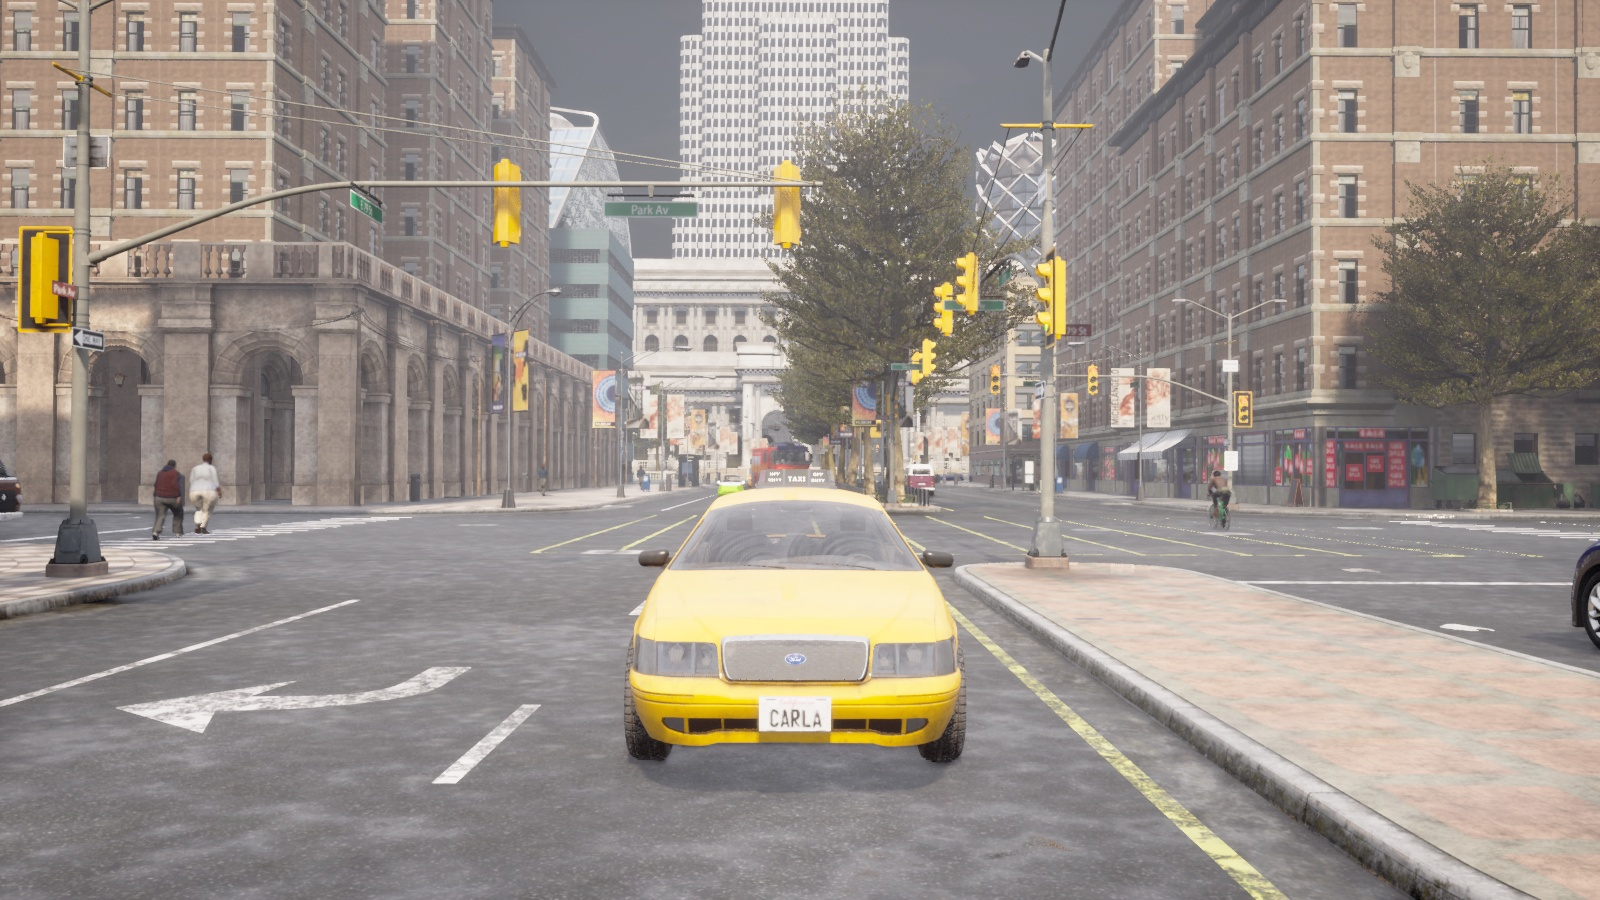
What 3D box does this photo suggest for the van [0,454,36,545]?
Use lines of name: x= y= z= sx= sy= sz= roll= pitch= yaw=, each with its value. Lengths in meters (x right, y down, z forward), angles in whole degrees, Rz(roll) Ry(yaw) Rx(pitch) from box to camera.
van: x=-20.162 y=1.087 z=28.398 sx=4.480 sy=2.038 sz=2.069 roll=1 pitch=-1 yaw=0

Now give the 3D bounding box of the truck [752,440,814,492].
truck: x=-1.422 y=1.275 z=96.673 sx=2.891 sy=3.827 sz=8.468 roll=0 pitch=-1 yaw=-14

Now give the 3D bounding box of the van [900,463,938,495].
van: x=7.811 y=1.895 z=82.872 sx=2.069 sy=2.038 sz=4.480 roll=0 pitch=-1 yaw=0

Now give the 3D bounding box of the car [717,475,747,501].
car: x=-3.652 y=2.010 z=67.240 sx=1.481 sy=1.376 sz=2.207 roll=0 pitch=-1 yaw=0

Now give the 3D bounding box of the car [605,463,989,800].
car: x=-0.020 y=0.898 z=8.598 sx=1.801 sy=1.575 sz=5.366 roll=0 pitch=-1 yaw=0

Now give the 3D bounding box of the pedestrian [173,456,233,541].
pedestrian: x=-13.205 y=1.058 z=27.801 sx=0.874 sy=1.855 sz=0.900 roll=0 pitch=-1 yaw=3

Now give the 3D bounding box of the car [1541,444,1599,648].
car: x=7.978 y=0.799 z=9.444 sx=2.097 sy=1.767 sz=4.553 roll=0 pitch=-1 yaw=0

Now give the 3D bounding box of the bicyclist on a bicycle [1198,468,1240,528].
bicyclist on a bicycle: x=11.422 y=1.296 z=34.272 sx=0.582 sy=1.620 sz=1.656 roll=0 pitch=-1 yaw=0

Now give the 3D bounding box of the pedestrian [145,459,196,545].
pedestrian: x=-13.853 y=1.136 z=27.664 sx=0.634 sy=1.844 sz=0.899 roll=0 pitch=-1 yaw=4

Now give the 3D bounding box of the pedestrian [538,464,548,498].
pedestrian: x=-13.685 y=1.648 z=66.960 sx=0.370 sy=1.835 sz=0.726 roll=0 pitch=-1 yaw=0
